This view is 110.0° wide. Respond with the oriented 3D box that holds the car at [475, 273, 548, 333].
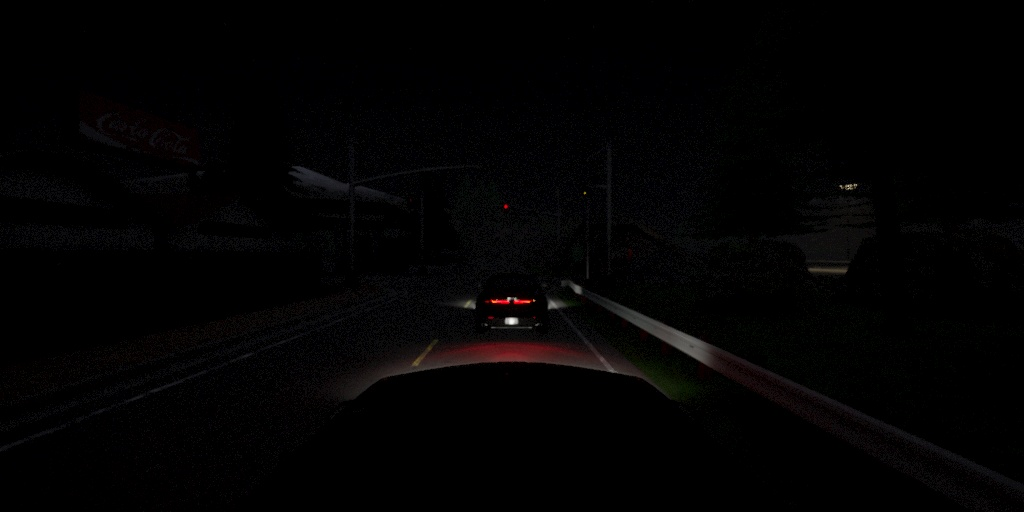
[{"bbox_3d":[0.005,1.231,10.609,1.837,1.490,4.892,0,0,0],"label":"car"}]
